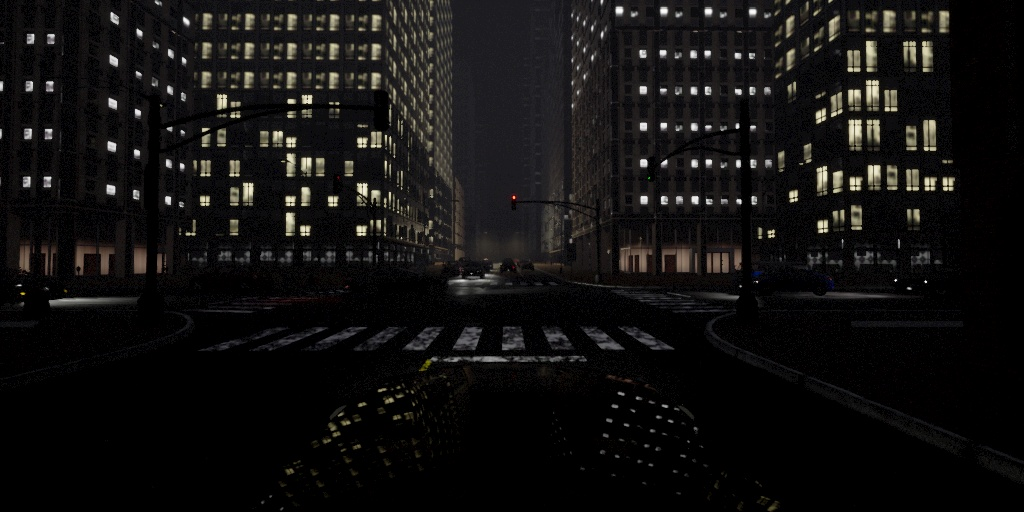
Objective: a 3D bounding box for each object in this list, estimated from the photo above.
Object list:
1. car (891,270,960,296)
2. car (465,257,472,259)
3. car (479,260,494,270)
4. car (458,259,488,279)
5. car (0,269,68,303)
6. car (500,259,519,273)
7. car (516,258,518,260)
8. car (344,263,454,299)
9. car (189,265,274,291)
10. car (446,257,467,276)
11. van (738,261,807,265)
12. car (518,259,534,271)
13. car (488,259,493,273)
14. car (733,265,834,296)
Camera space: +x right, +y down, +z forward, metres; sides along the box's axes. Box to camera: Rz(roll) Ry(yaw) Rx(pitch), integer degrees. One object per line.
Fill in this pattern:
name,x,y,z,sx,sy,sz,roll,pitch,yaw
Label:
car,23.568,1.435,19.315,4.718,1.301,1.895,0,-1,-1
car,-6.310,1.082,48.176,2.192,1.841,5.009,0,0,-1
car,-3.792,1.318,54.068,2.033,1.411,5.357,0,0,-1
car,-3.519,1.266,33.214,1.837,1.490,4.892,0,0,-1
car,-22.304,1.257,15.609,4.181,1.385,1.994,0,-1,-1
car,-0.463,1.367,44.206,1.895,1.301,4.718,0,0,-1
car,1.919,1.298,59.675,1.751,1.417,4.829,0,0,-1
car,-5.722,1.252,18.005,4.902,1.511,2.128,0,0,-28
car,-16.755,1.255,21.447,4.097,1.591,1.967,0,0,-1
car,-6.160,1.203,37.026,1.967,1.591,4.097,0,0,-1
van,15.717,1.210,21.807,3.998,1.789,1.690,0,0,-1
car,2.069,1.350,48.350,1.802,1.307,4.207,0,0,-1
car,-3.654,1.367,43.431,1.895,1.301,4.718,0,0,-1
car,14.524,1.342,19.212,4.674,1.442,1.812,0,-1,-2
